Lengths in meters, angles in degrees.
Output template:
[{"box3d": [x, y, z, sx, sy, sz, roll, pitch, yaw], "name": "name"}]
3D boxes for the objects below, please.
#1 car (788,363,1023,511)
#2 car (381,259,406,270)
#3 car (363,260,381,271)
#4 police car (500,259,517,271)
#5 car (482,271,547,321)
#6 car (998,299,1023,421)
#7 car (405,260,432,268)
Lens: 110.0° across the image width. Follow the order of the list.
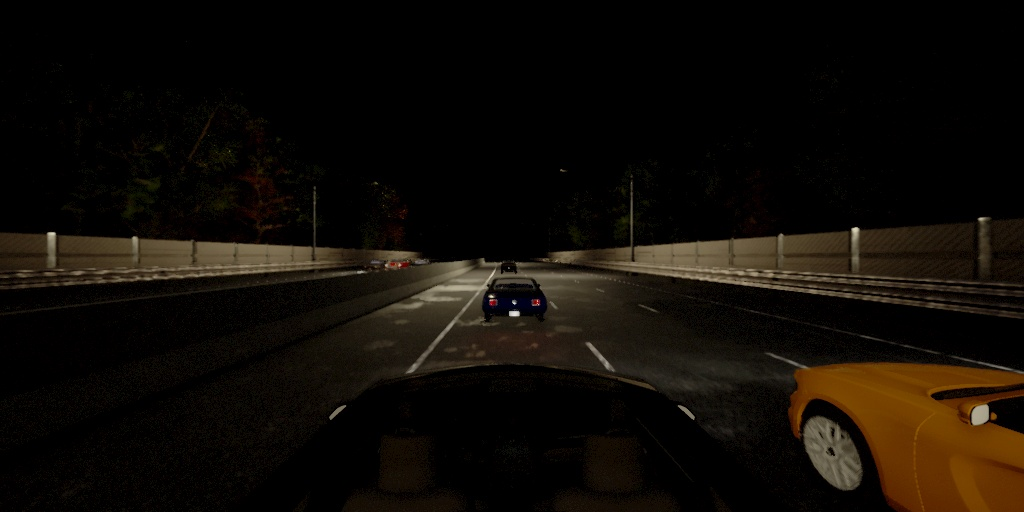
[{"box3d": [3.593, 1.226, 1.394, 1.882, 1.535, 5.008, 0, 0, 0], "name": "car"}, {"box3d": [-14.640, 1.115, 45.884, 2.097, 1.767, 4.553, 0, 0, -1], "name": "car"}, {"box3d": [-18.199, 1.311, 48.491, 2.033, 1.411, 5.357, 0, 0, -1], "name": "car"}, {"box3d": [-0.418, 1.190, 44.186, 1.930, 1.638, 5.238, 0, 0, -1], "name": "police car"}, {"box3d": [0.061, 1.355, 12.421, 1.895, 1.301, 4.718, 0, 0, 0], "name": "car"}, {"box3d": [7.093, 1.274, 2.230, 1.812, 1.442, 4.674, 0, 0, 0], "name": "car"}, {"box3d": [-11.101, 1.256, 44.103, 2.128, 1.511, 4.902, 0, 0, -1], "name": "car"}]
